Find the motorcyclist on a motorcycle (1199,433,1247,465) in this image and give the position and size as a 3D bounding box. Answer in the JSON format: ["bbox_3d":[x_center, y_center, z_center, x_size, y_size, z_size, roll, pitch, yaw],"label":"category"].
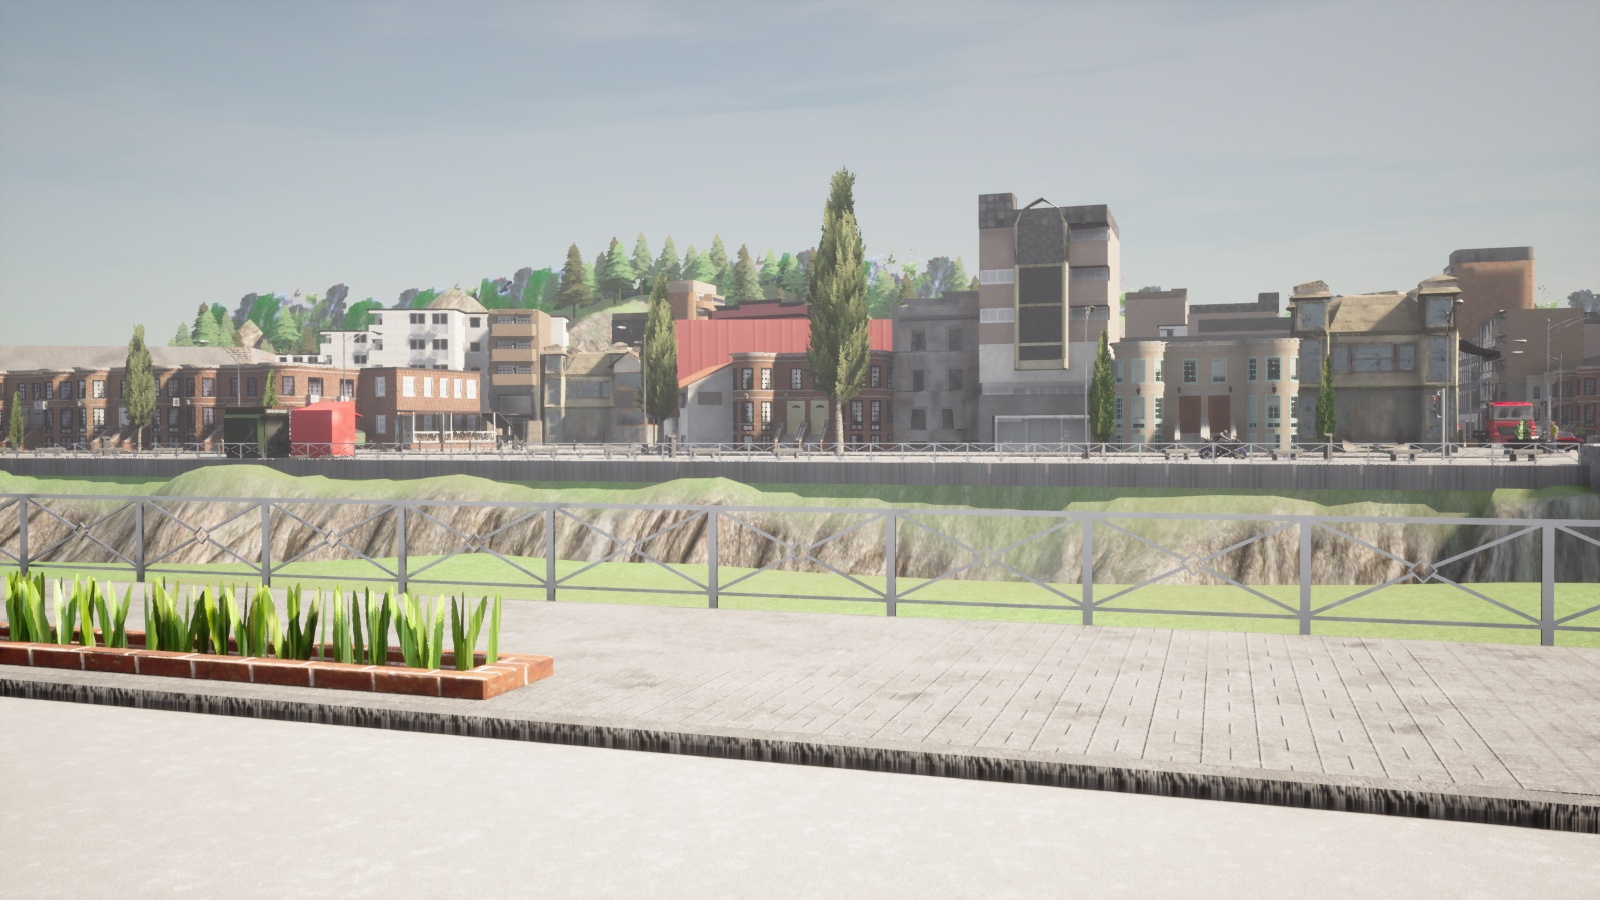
[{"bbox_3d":[20.822,-0.050,61.831,2.191,1.530,0.866,1,1,19],"label":"motorcyclist on a motorcycle"}]

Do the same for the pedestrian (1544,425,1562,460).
[{"bbox_3d":[40.279,-0.392,67.163,0.706,1.836,0.354,0,1,3],"label":"pedestrian"}]

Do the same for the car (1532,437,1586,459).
[{"bbox_3d":[47.006,-0.143,77.846,1.895,1.301,4.718,1,1,19],"label":"car"}]
